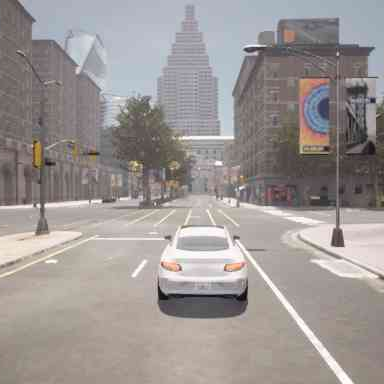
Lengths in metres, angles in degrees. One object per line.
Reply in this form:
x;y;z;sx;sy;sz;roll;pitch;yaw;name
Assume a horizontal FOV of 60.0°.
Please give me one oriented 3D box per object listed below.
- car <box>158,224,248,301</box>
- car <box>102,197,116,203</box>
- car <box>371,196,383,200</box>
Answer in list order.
0.254;1.526;8.242;1.812;1.442;4.674;0;0;2;car
-16.791;1.595;67.295;1.895;1.301;4.718;0;0;1;car
35.922;1.481;67.540;2.231;1.521;4.892;0;0;1;car
